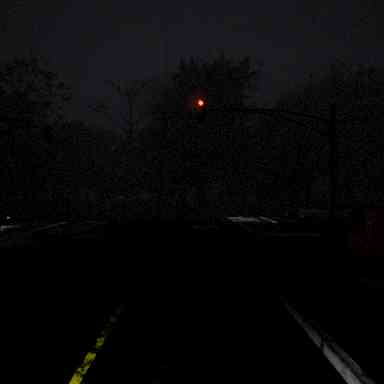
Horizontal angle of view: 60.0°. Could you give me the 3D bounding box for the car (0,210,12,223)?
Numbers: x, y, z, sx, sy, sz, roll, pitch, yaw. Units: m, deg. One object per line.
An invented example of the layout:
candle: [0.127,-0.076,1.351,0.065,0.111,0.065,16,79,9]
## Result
car: [-14.896,1.472,22.807,4.674,1.442,1.812,0,0,0]

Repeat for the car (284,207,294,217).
car: [10.710,1.651,29.596,4.718,1.301,1.895,0,0,0]

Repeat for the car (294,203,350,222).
car: [10.908,1.648,26.338,4.718,1.301,1.895,0,0,-1]
